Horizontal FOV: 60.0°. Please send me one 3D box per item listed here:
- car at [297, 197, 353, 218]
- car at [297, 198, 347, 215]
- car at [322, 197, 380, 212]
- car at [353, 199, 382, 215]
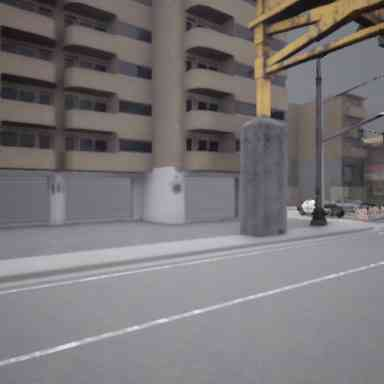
[{"bbox_3d":[10.944,1.298,28.253,2.038,1.542,4.974,0,0,-10],"label":"car"},{"bbox_3d":[10.934,1.140,28.303,1.853,1.218,4.536,0,0,-10],"label":"car"},{"bbox_3d":[14.484,1.121,30.418,4.536,1.218,1.853,0,0,35],"label":"car"},{"bbox_3d":[14.527,1.278,30.389,4.974,1.542,2.038,0,0,35],"label":"car"}]
